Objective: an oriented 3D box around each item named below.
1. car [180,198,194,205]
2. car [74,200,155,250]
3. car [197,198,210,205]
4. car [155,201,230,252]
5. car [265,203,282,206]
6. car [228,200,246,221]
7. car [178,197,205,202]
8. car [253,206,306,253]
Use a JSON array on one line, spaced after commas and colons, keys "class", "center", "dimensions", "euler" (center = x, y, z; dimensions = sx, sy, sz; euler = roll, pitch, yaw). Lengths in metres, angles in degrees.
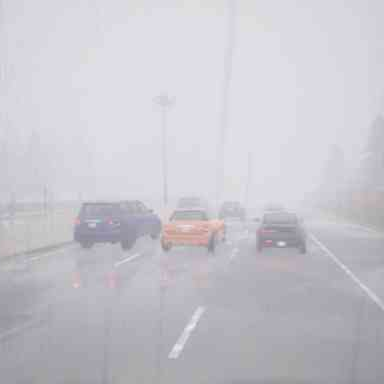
[{"class": "car", "center": [-0.938, 2.021, 72.083], "dimensions": [1.882, 1.535, 5.008], "euler": [-1, 0, 13]}, {"class": "car", "center": [-3.195, 1.370, 15.376], "dimensions": [2.150, 2.045, 5.566], "euler": [-1, 0, 13]}, {"class": "car", "center": [2.473, 1.996, 71.299], "dimensions": [1.837, 1.490, 4.892], "euler": [-1, 0, 13]}, {"class": "car", "center": [0.234, 1.457, 14.654], "dimensions": [2.097, 1.767, 4.553], "euler": [-1, -1, 13]}, {"class": "car", "center": [7.079, 1.654, 28.796], "dimensions": [1.812, 1.442, 4.674], "euler": [-1, 0, 13]}, {"class": "car", "center": [3.592, 1.524, 29.273], "dimensions": [2.097, 1.767, 4.553], "euler": [-1, -1, 13]}, {"class": "car", "center": [0.163, 1.438, 29.993], "dimensions": [2.150, 2.045, 5.566], "euler": [-1, 0, 13]}, {"class": "car", "center": [3.700, 1.568, 14.097], "dimensions": [1.837, 1.490, 4.892], "euler": [-1, 0, 13]}]
